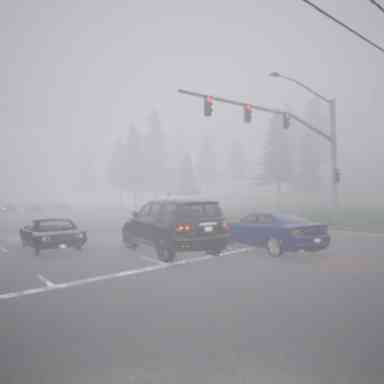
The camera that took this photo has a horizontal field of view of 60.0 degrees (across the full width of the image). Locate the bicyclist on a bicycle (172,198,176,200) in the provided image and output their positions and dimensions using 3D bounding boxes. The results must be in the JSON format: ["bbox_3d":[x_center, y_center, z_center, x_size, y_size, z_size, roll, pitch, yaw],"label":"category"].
[{"bbox_3d":[-1.586,1.458,32.662,0.582,1.620,1.656,-2,0,43],"label":"bicyclist on a bicycle"}]

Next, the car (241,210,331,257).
[{"bbox_3d":[2.958,1.443,12.919,1.882,1.535,5.008,-1,0,-26],"label":"car"}]

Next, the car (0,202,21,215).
[{"bbox_3d":[-25.428,2.342,45.890,1.837,1.490,4.892,-1,0,-37],"label":"car"}]

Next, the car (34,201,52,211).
[{"bbox_3d":[-26.079,2.422,58.105,1.812,1.442,4.674,-1,0,-37],"label":"car"}]

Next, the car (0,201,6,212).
[{"bbox_3d":[-31.742,2.385,53.986,2.097,1.767,4.553,-1,0,-37],"label":"car"}]

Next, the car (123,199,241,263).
[{"bbox_3d":[-0.840,1.289,12.728,2.150,2.045,5.566,-1,0,-31],"label":"car"}]

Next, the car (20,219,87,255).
[{"bbox_3d":[-6.214,1.817,14.532,1.895,1.301,4.718,-1,0,-35],"label":"car"}]

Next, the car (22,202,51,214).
[{"bbox_3d":[-22.349,2.252,47.622,2.128,1.511,4.902,-1,0,-37],"label":"car"}]

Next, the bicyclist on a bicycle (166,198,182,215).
[{"bbox_3d":[-1.755,1.464,33.200,0.582,1.620,1.656,-2,0,40],"label":"bicyclist on a bicycle"}]

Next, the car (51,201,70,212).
[{"bbox_3d":[-19.988,2.212,50.295,1.837,1.490,4.892,-1,0,-38],"label":"car"}]
